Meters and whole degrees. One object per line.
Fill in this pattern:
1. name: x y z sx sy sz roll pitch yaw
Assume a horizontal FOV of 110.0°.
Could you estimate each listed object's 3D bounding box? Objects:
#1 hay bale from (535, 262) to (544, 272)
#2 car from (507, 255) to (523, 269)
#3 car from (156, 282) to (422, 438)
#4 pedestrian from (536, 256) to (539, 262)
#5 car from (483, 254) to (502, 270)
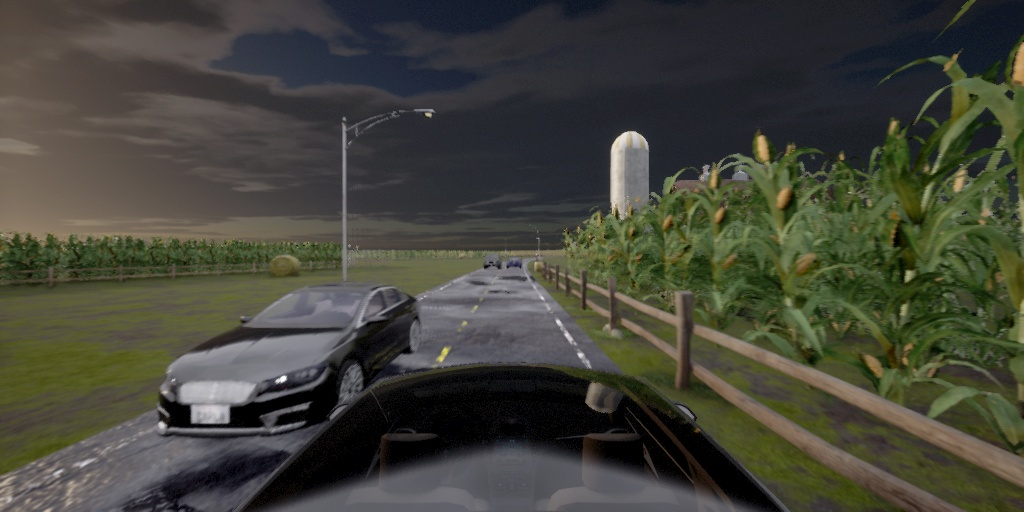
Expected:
1. hay bale: 3.261 1.202 41.425 1.220 1.180 1.240 0 0 1
2. car: 0.374 0.847 50.802 2.097 1.767 4.553 0 0 2
3. car: -2.851 1.221 5.841 2.128 1.511 4.902 0 0 0
4. pedestrian: 2.985 0.823 42.697 0.375 1.860 0.375 0 1 -2
5. car: -2.545 0.733 47.802 2.150 2.045 5.566 0 0 2
